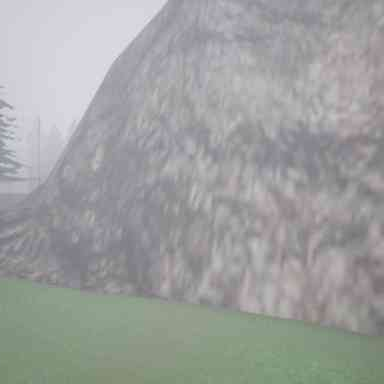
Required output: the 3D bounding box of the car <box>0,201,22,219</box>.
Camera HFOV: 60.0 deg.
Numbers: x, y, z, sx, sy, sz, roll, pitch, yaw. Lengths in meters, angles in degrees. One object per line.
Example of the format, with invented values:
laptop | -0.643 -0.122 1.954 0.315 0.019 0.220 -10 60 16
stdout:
car | -16.229 1.476 26.688 2.128 1.511 4.902 0 0 29
